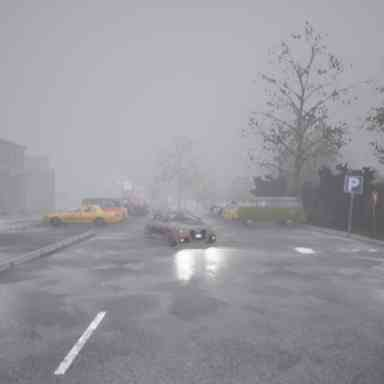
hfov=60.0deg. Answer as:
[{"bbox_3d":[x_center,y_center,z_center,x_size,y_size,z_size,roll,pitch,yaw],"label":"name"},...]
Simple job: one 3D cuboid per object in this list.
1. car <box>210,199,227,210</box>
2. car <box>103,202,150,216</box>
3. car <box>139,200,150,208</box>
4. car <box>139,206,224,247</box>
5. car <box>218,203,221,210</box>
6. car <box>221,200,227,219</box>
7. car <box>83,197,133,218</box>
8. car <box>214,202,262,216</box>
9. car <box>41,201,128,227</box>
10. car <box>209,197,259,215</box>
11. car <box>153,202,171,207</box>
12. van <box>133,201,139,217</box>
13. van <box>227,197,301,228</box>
[{"bbox_3d":[4.904,1.510,33.476,5.566,2.045,2.435,0,-2,-1],"label":"car"},{"bbox_3d":[-7.373,1.878,37.947,5.008,1.535,2.097,0,-2,-1],"label":"car"},{"bbox_3d":[-7.322,1.548,35.038,5.566,2.045,2.435,0,-1,0],"label":"car"},{"bbox_3d":[-0.655,1.572,15.085,1.994,1.385,4.181,0,0,-28],"label":"car"},{"bbox_3d":[5.146,1.642,27.755,5.366,1.575,1.946,0,-1,0],"label":"car"},{"bbox_3d":[5.159,1.597,25.095,5.366,1.575,1.946,0,-1,0],"label":"car"},{"bbox_3d":[-7.267,1.484,25.808,4.553,1.767,2.185,0,-1,0],"label":"car"},{"bbox_3d":[4.900,1.835,36.261,4.892,1.521,2.231,0,-2,-1],"label":"car"},{"bbox_3d":[-7.469,1.565,22.887,5.366,1.575,1.946,0,-1,0],"label":"car"},{"bbox_3d":[4.853,1.655,38.936,5.566,2.045,2.435,0,-2,-1],"label":"car"},{"bbox_3d":[-3.479,1.946,39.395,1.837,1.490,4.892,0,-2,0],"label":"car"},{"bbox_3d":[-7.197,1.440,28.847,4.442,1.987,1.878,0,-1,0],"label":"van"},{"bbox_3d":[4.870,1.334,22.303,4.442,1.987,1.878,0,-1,0],"label":"van"}]
